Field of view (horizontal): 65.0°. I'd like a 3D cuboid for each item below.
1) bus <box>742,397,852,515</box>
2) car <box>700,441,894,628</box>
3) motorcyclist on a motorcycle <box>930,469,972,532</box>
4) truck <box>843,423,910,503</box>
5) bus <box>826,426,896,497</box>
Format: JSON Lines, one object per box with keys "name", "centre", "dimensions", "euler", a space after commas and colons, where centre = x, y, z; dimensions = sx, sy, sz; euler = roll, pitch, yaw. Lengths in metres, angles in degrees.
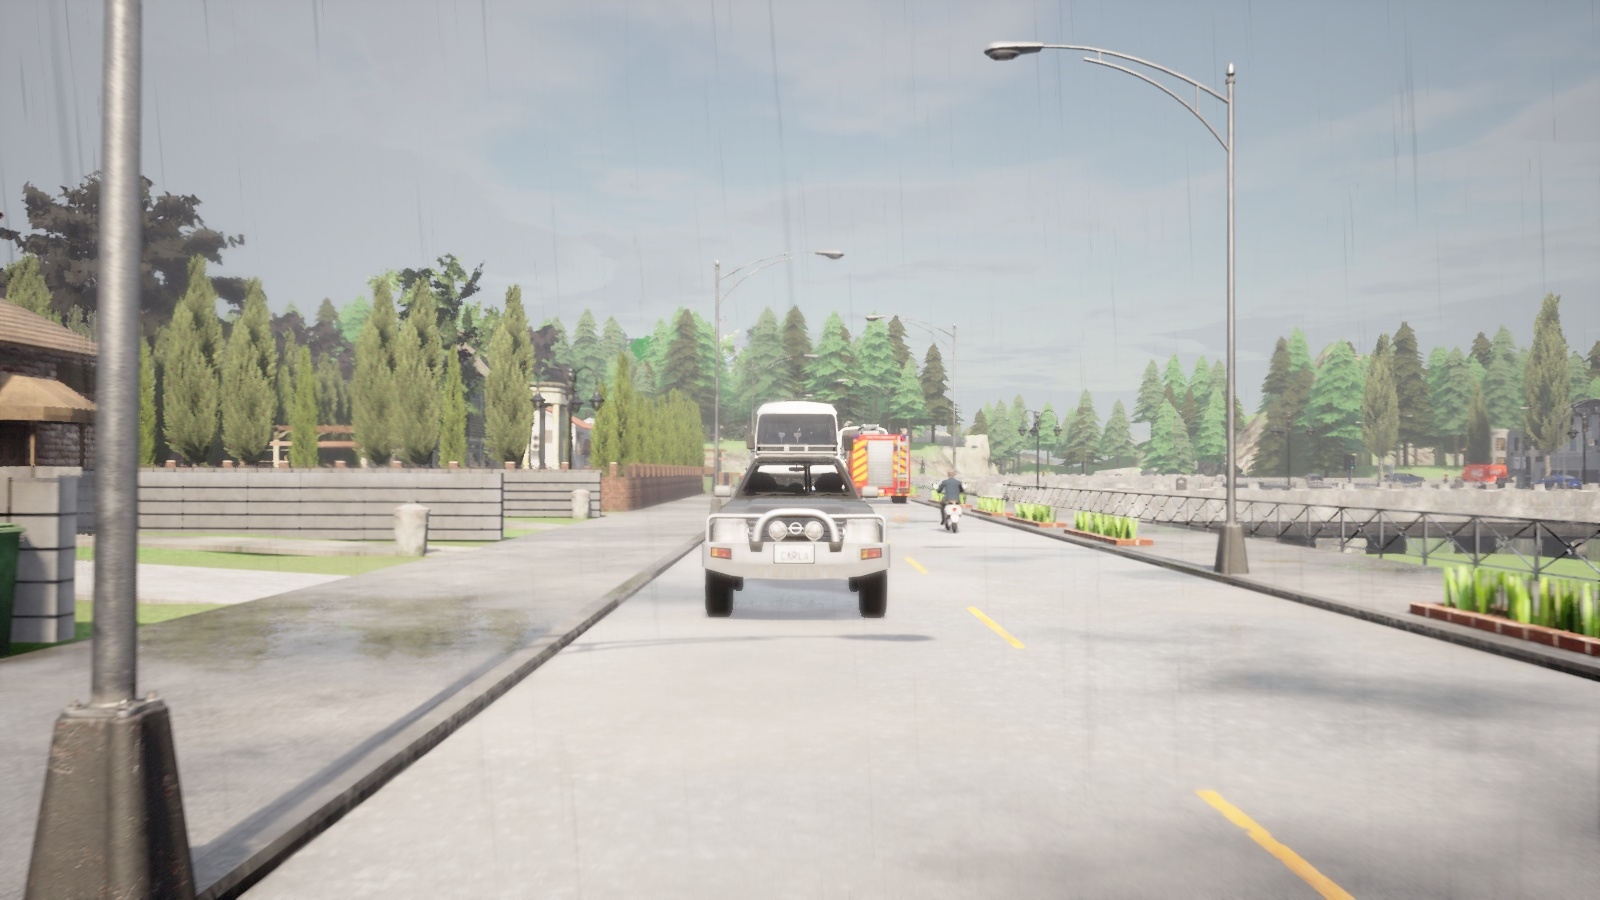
{"name": "bus", "centre": [-0.125, 0.285, 50.567], "dimensions": [3.944, 4.253, 10.273], "euler": [0, -1, 0]}
{"name": "car", "centre": [-0.036, 0.880, 14.820], "dimensions": [1.932, 1.855, 4.605], "euler": [0, -1, 0]}
{"name": "motorcyclist on a motorcycle", "centre": [3.923, 1.300, 32.716], "dimensions": [0.866, 1.590, 1.817], "euler": [0, -1, 0]}
{"name": "truck", "centre": [3.844, 0.716, 64.581], "dimensions": [2.891, 3.827, 8.468], "euler": [0, -1, 0]}
{"name": "bus", "centre": [3.805, 0.777, 80.888], "dimensions": [3.944, 4.253, 10.273], "euler": [0, -1, 0]}
